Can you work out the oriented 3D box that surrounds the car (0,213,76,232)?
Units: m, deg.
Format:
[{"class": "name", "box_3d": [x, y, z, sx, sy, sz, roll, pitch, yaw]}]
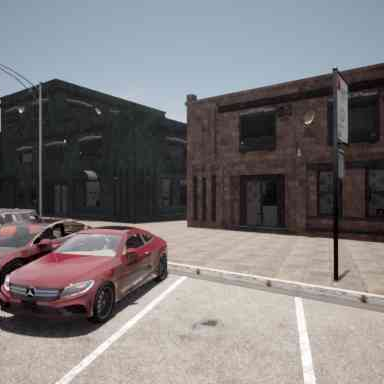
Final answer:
[{"class": "car", "box_3d": [-4.391, 1.517, 9.148, 2.163, 1.488, 4.792, 1, -1, 15]}]

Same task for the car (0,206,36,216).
[{"class": "car", "box_3d": [-6.819, 1.366, 10.945, 2.185, 1.767, 4.553, 1, -1, 15]}]

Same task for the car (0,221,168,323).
[{"class": "car", "box_3d": [-1.933, 1.527, 7.443, 2.002, 1.452, 4.674, 1, -1, 15]}]
